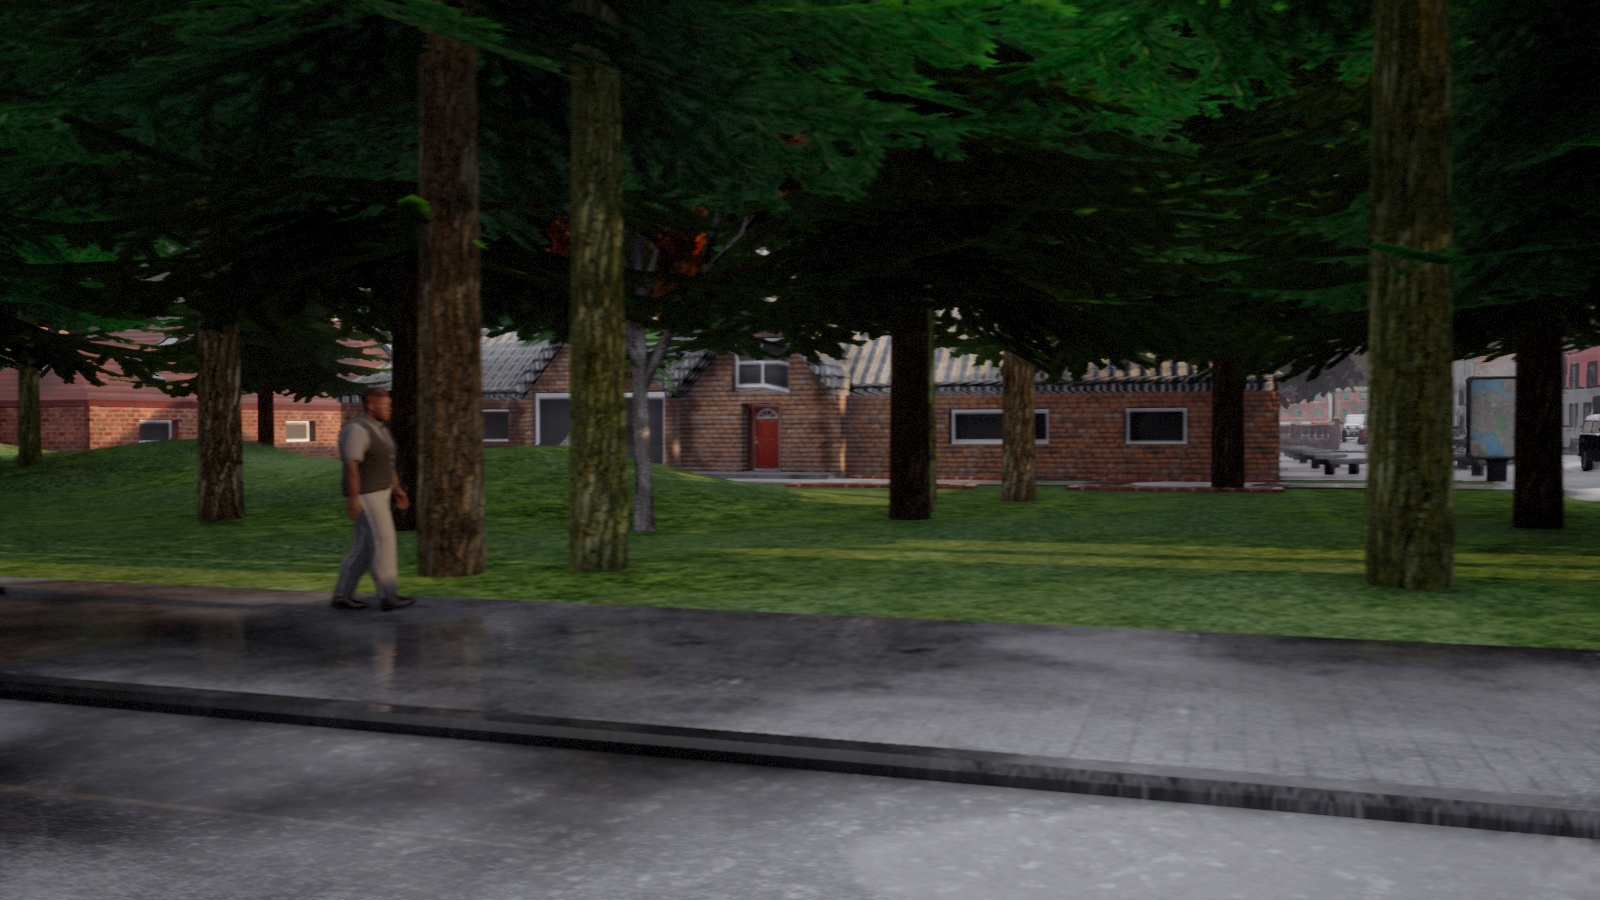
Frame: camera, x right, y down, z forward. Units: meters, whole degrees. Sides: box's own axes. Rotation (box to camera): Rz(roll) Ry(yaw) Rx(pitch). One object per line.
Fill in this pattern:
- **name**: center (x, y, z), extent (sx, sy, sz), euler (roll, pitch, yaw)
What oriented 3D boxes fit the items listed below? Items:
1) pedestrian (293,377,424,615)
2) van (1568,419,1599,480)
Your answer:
- **pedestrian**: center (-3.580, 0.360, 10.224), extent (0.849, 1.883, 0.563), euler (0, 1, 3)
- **van**: center (28.060, -0.030, 42.980), extent (2.069, 2.038, 4.480), euler (1, 1, 19)
